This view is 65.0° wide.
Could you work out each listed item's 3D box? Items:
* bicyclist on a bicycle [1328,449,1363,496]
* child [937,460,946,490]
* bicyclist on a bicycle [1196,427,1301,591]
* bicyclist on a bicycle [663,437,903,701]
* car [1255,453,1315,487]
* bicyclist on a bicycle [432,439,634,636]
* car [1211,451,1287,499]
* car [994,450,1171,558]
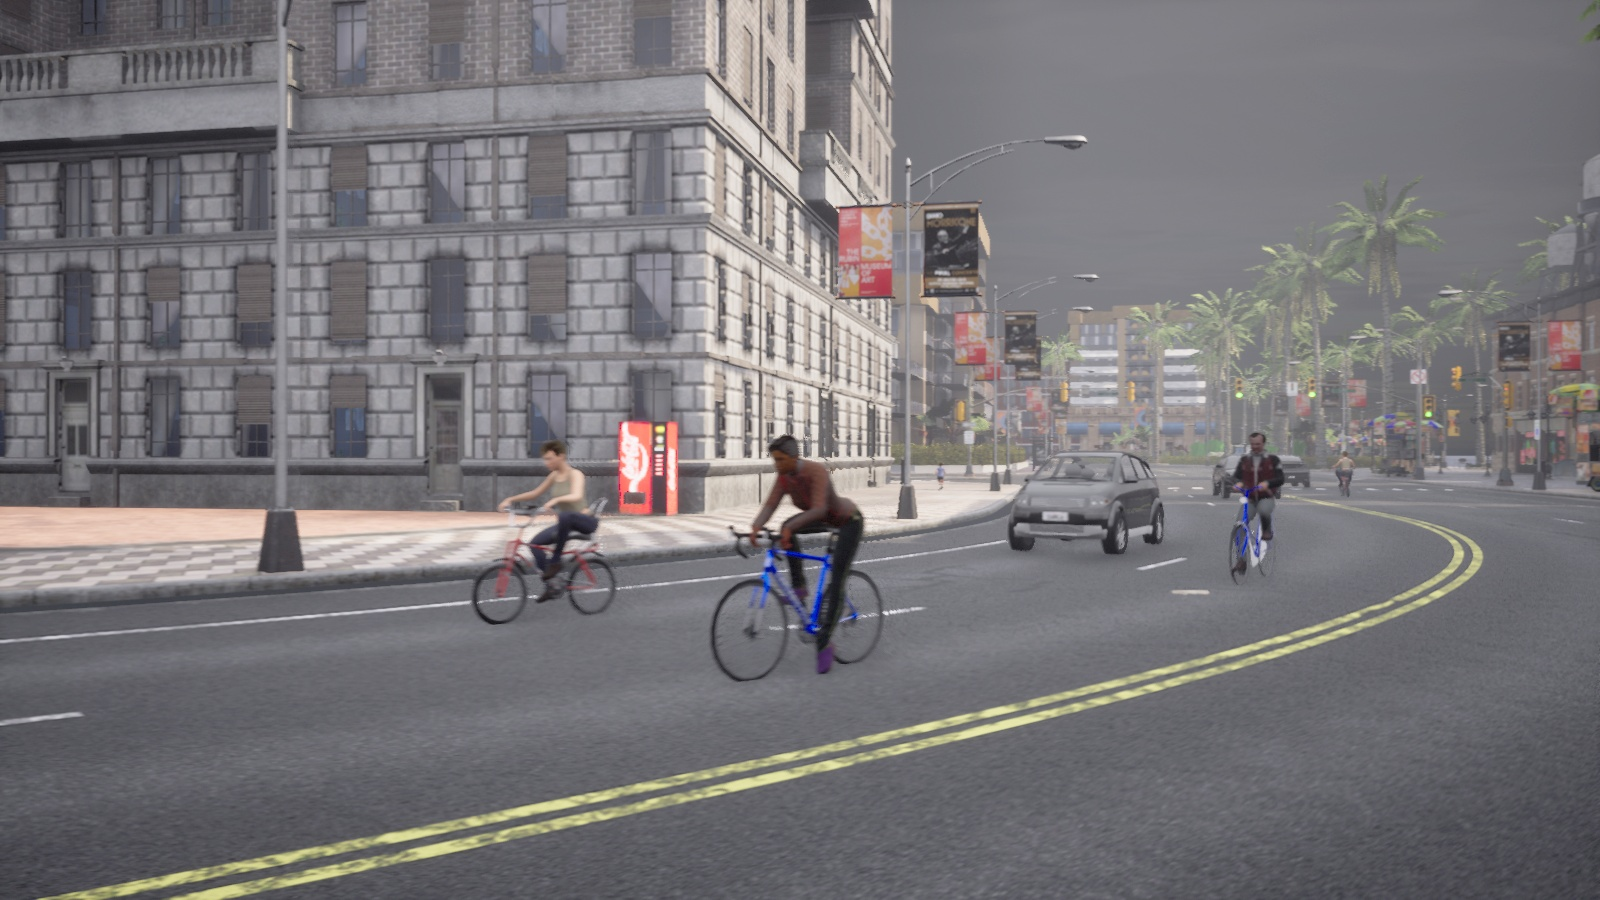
[{"bbox_3d":[19.229,0.772,44.256,0.866,1.612,1.509,0,0,13],"label":"bicyclist on a bicycle"},{"bbox_3d":[5.311,0.918,47.022,0.255,1.110,0.394,0,0,20],"label":"child"},{"bbox_3d":[5.233,0.649,14.588,0.659,1.776,1.843,-1,-1,35],"label":"bicyclist on a bicycle"},{"bbox_3d":[-0.081,0.726,8.489,1.656,1.620,0.582,0,0,-44],"label":"bicyclist on a bicycle"},{"bbox_3d":[22.277,0.876,57.842,1.837,1.490,4.892,0,0,12],"label":"car"},{"bbox_3d":[-2.353,0.724,11.141,1.509,1.612,0.866,0,-1,-44],"label":"bicyclist on a bicycle"},{"bbox_3d":[15.484,0.821,43.505,1.882,1.535,5.008,0,0,13],"label":"car"},{"bbox_3d":[4.574,0.776,19.952,1.789,1.549,3.705,0,0,29],"label":"car"}]
